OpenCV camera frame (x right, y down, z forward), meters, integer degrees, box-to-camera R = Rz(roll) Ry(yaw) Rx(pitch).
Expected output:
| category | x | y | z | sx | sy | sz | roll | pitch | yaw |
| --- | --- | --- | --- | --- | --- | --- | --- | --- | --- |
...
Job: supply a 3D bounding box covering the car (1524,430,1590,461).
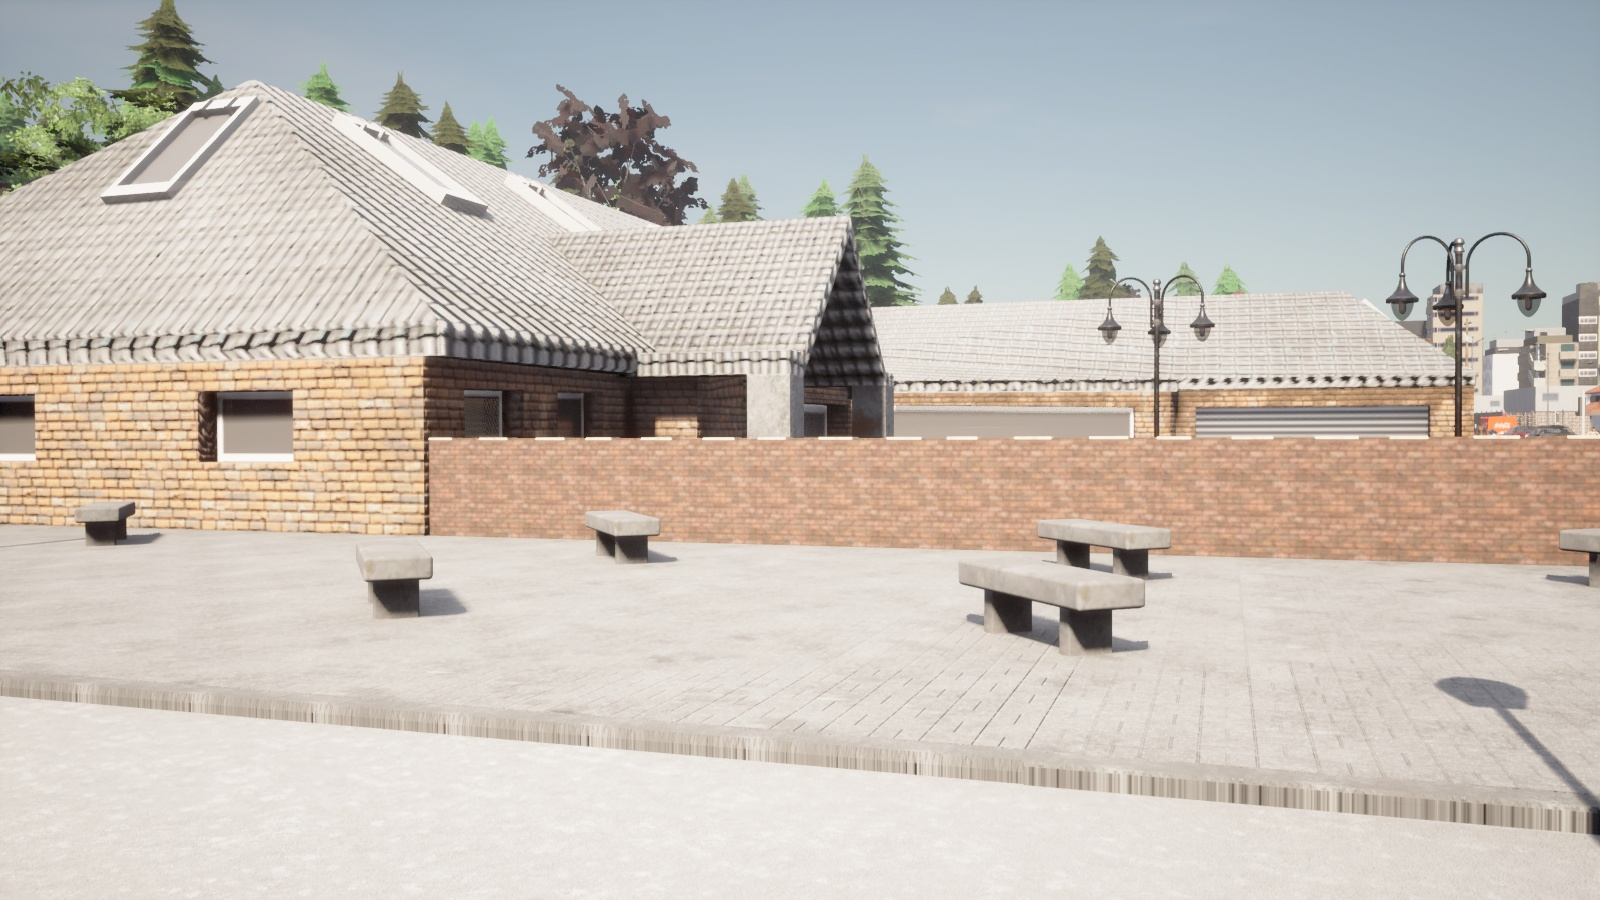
| category | x | y | z | sx | sy | sz | roll | pitch | yaw |
| --- | --- | --- | --- | --- | --- | --- | --- | --- | --- |
| car | 42.627 | -0.306 | 70.855 | 2.242 | 1.667 | 4.611 | 1 | 1 | 19 |
